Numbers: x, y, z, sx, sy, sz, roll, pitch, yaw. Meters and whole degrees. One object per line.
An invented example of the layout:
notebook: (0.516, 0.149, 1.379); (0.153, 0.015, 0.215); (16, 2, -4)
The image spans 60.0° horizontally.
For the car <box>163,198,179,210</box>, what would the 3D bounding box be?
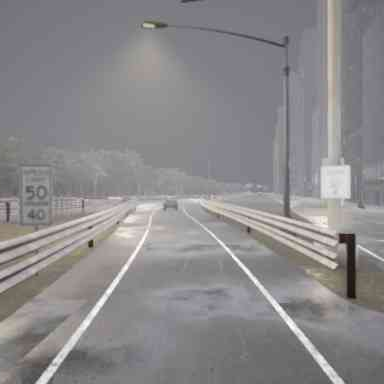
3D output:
car: (-2.713, 1.539, 43.367); (2.128, 1.511, 4.902); (0, 0, -2)
